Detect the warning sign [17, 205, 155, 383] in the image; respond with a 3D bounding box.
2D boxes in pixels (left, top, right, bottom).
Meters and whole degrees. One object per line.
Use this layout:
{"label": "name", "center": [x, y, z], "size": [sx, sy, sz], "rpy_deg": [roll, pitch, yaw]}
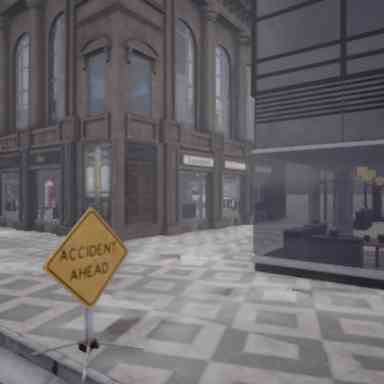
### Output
{"label": "warning sign", "center": [-1.317, 1.124, 4.260], "size": [1.060, 1.860, 1.300], "rpy_deg": [0, 0, 36]}
